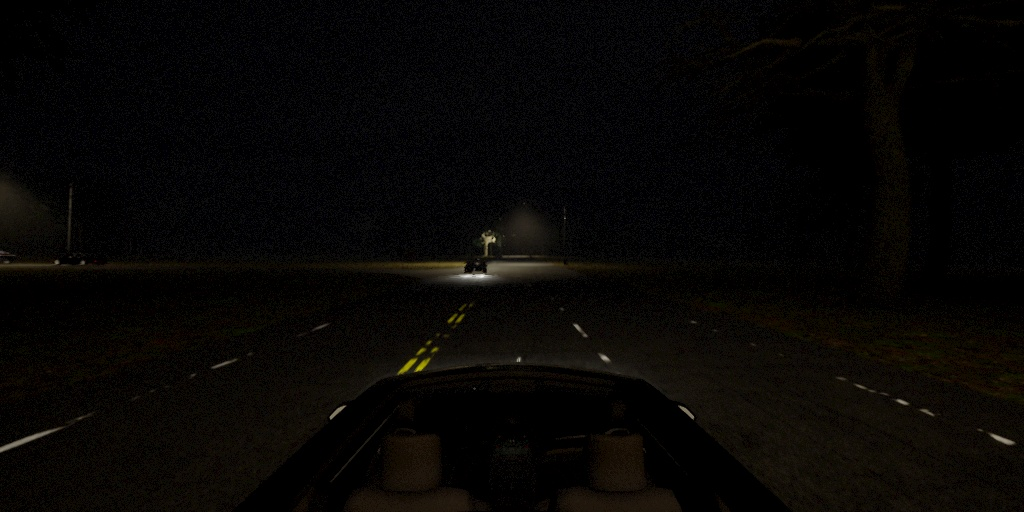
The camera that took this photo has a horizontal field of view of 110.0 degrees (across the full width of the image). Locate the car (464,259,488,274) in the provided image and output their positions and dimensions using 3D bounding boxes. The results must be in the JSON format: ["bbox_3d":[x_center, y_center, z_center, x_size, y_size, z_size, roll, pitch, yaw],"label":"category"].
[{"bbox_3d":[-3.384,0.981,34.405,1.994,1.385,4.181,1,0,0],"label":"car"}]

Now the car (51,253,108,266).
[{"bbox_3d":[-48.439,0.357,40.227,4.892,1.490,1.837,1,-1,0],"label":"car"}]
